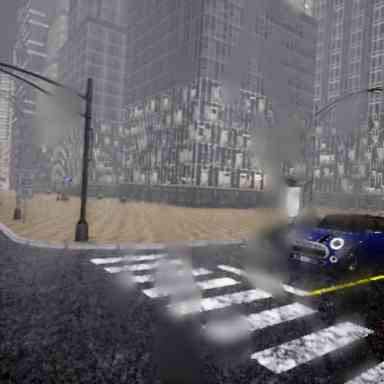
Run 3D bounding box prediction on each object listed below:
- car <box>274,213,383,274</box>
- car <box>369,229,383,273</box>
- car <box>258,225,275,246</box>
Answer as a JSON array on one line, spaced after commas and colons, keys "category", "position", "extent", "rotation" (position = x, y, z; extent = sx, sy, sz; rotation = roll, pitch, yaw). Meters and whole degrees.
[{"category": "car", "position": [5.280, 1.542, 11.427], "extent": [4.553, 1.767, 2.097], "rotation": [3, 1, -36]}, {"category": "car", "position": [6.782, 1.825, 8.697], "extent": [4.674, 1.442, 1.812], "rotation": [3, 1, -36]}, {"category": "car", "position": [4.742, 1.701, 14.244], "extent": [4.313, 1.339, 1.947], "rotation": [3, 1, -36]}]
